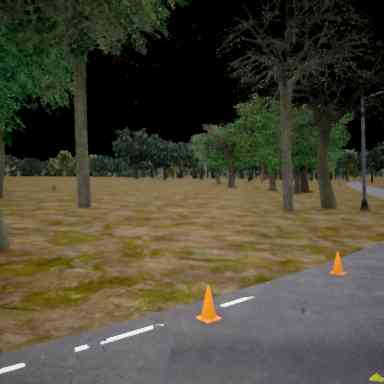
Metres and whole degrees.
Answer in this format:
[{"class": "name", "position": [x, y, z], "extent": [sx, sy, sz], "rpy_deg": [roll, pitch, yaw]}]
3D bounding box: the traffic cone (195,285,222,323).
[{"class": "traffic cone", "position": [0.292, 1.946, 5.885], "extent": [0.340, 0.580, 0.340], "rpy_deg": [0, 0, -39]}]

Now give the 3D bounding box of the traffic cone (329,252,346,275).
[{"class": "traffic cone", "position": [3.967, 1.919, 9.047], "extent": [0.340, 0.580, 0.340], "rpy_deg": [-1, 0, -42]}]
